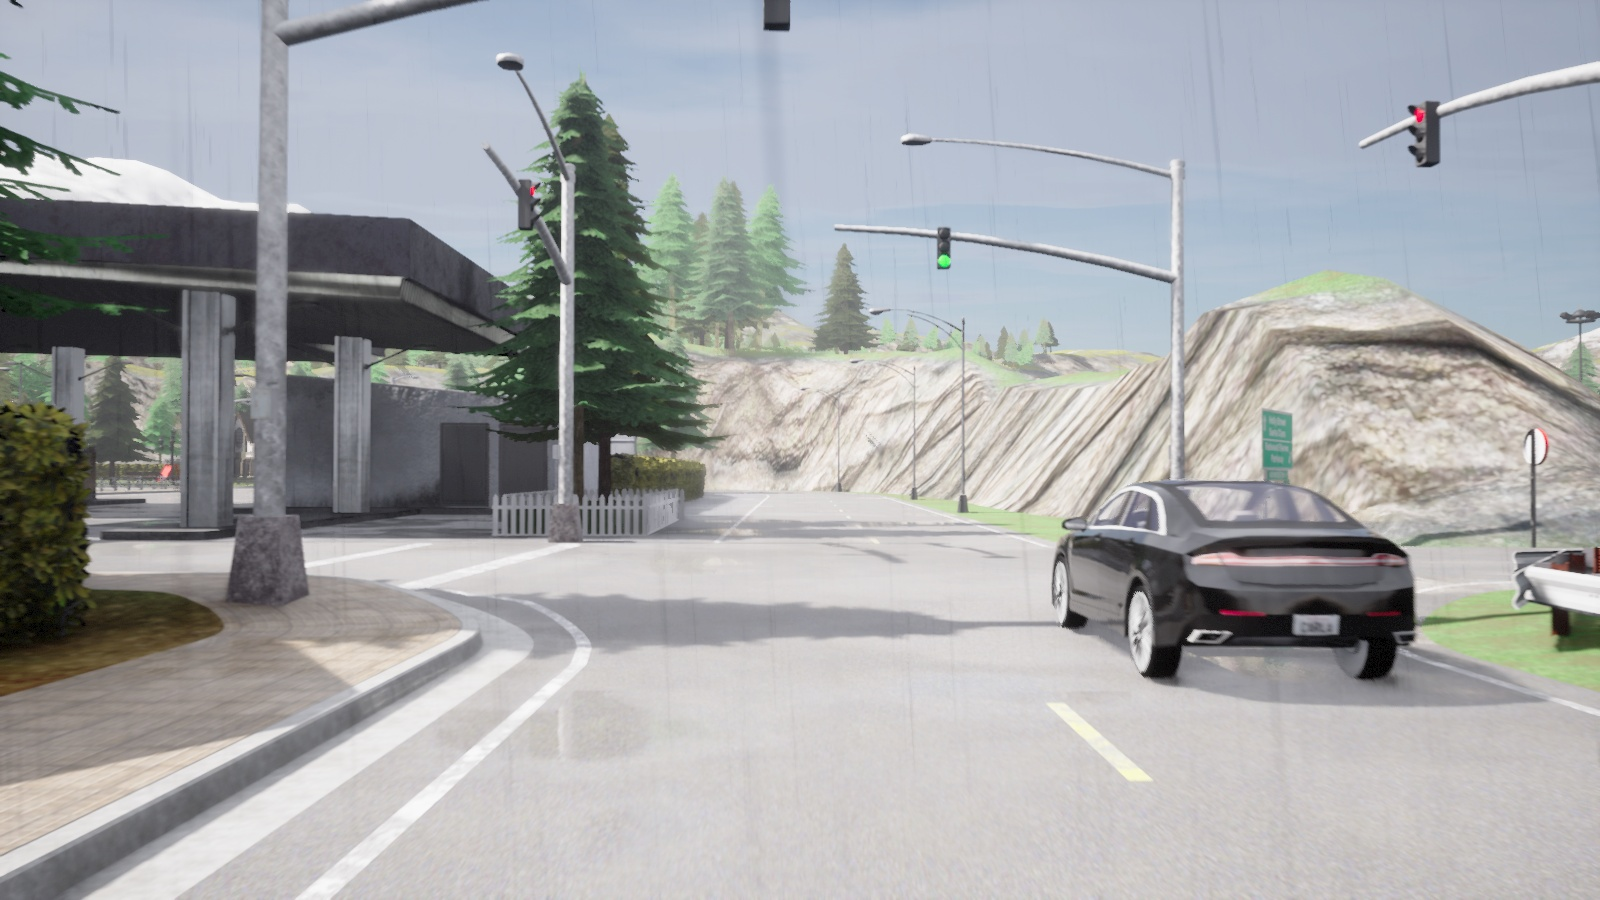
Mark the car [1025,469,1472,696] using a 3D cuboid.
[{"bbox_3d":[3.478,0.936,10.967,2.128,1.511,4.902,0,-1,0],"label":"car"}]
